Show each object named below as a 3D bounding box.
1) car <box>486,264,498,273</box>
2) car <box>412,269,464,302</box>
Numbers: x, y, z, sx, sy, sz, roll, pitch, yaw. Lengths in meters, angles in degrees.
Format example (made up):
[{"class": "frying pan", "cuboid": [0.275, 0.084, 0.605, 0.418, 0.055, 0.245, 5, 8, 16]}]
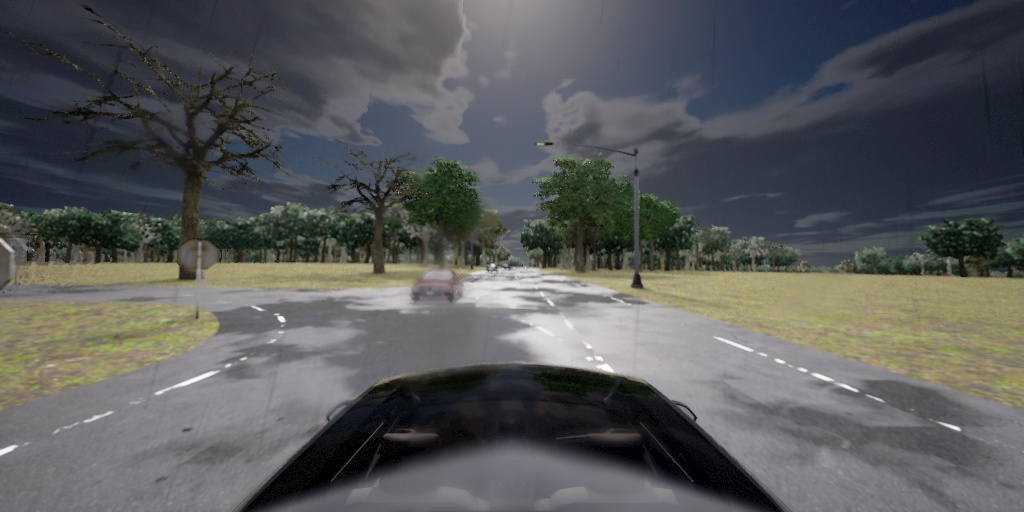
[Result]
[{"class": "car", "cuboid": [-3.521, 2.182, 62.540, 2.128, 1.511, 4.902, 0, -1, 0]}, {"class": "car", "cuboid": [-3.478, 1.378, 17.540, 1.812, 1.442, 4.674, 1, -1, 0]}]
